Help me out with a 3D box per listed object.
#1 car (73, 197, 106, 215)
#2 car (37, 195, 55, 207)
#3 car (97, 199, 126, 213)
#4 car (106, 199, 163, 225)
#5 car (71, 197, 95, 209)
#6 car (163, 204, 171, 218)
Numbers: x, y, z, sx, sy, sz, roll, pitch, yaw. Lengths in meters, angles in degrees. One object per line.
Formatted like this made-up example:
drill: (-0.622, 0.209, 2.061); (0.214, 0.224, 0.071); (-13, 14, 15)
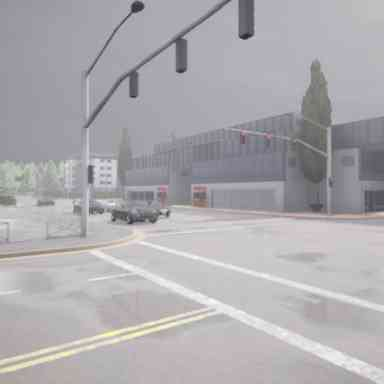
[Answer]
car: (-10.464, 1.355, 33.577); (2.097, 1.767, 4.553); (0, 0, -34)
car: (-22.952, 1.351, 52.314); (2.097, 1.767, 4.553); (0, 0, -33)
car: (-9.279, 1.526, 38.107); (1.812, 1.442, 4.674); (0, 0, -34)
car: (-4.334, 1.352, 24.575); (2.097, 1.767, 4.553); (0, 0, -35)
car: (-15.674, 1.477, 47.655); (1.882, 1.535, 5.008); (0, 0, -34)
car: (-3.700, 1.491, 29.833); (2.128, 1.511, 4.902); (0, 0, -34)
